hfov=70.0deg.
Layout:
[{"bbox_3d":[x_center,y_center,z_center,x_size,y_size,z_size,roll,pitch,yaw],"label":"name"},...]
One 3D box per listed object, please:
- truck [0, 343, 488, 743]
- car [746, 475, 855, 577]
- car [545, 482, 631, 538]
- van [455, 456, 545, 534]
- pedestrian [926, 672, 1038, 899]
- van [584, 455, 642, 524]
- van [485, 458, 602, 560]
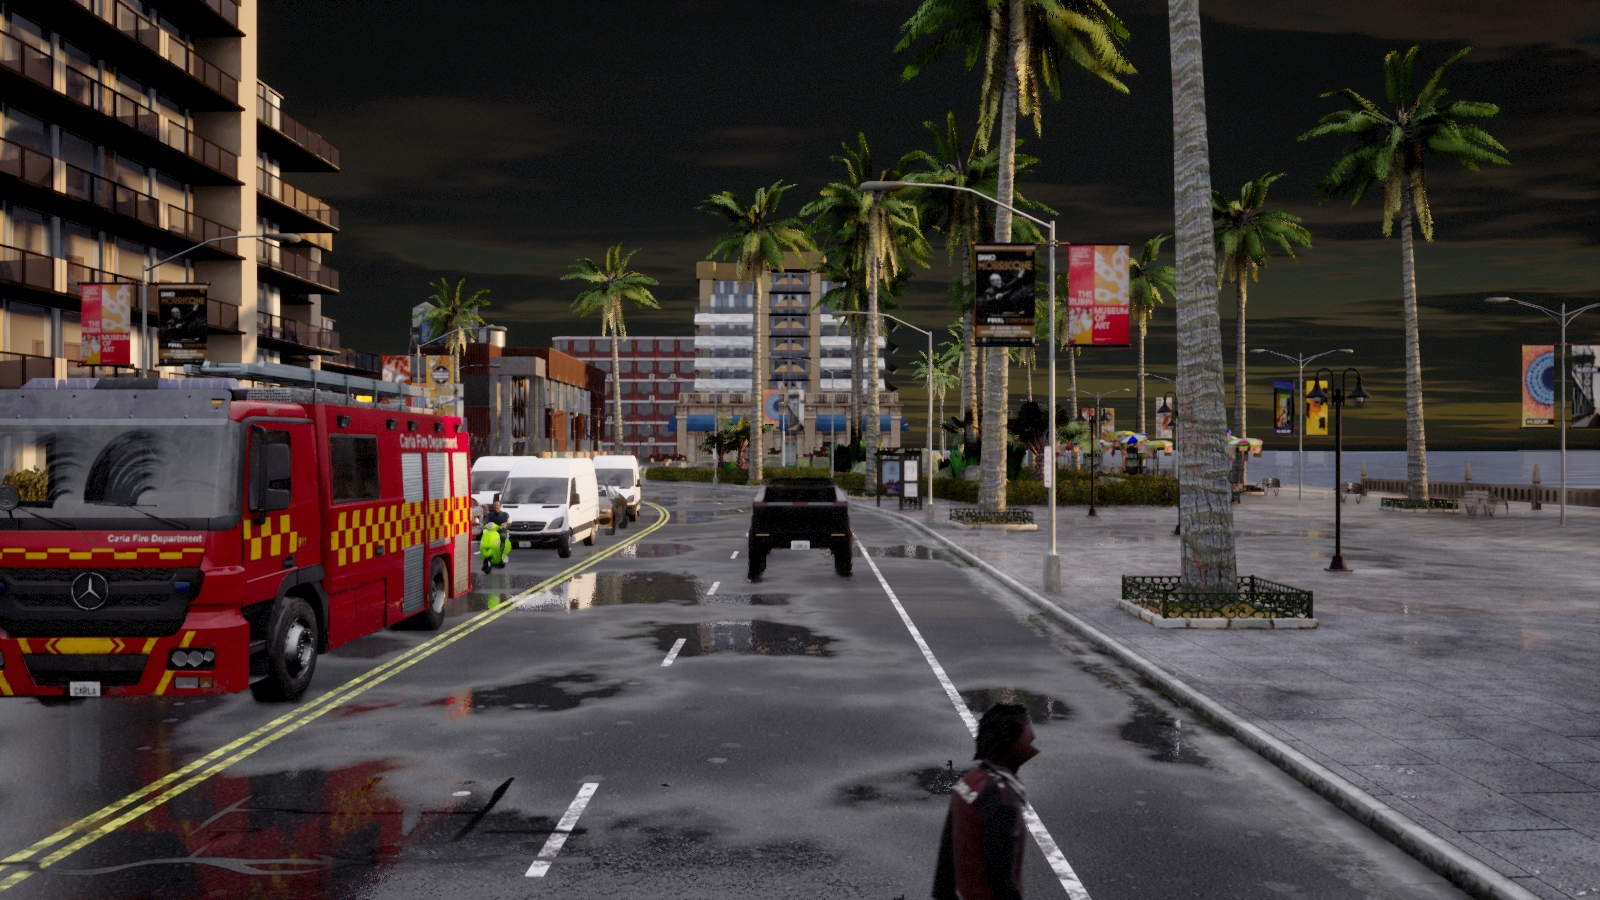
[{"bbox_3d":[-6.744,0.884,15.168,2.891,3.827,8.468,0,0,0],"label":"truck"},{"bbox_3d":[0.010,1.742,28.267,2.390,2.098,6.274,0,0,0],"label":"car"},{"bbox_3d":[-7.153,1.977,39.033,2.152,1.651,5.027,0,0,-2],"label":"car"},{"bbox_3d":[-10.708,1.518,41.272,1.988,2.561,5.915,0,0,-3],"label":"van"},{"bbox_3d":[0.713,1.847,4.530,0.375,1.860,0.375,0,0,-2],"label":"pedestrian"},{"bbox_3d":[-7.527,1.517,46.343,1.988,2.561,5.915,0,0,-6],"label":"van"},{"bbox_3d":[-7.029,1.522,31.996,1.988,2.561,5.915,0,0,-1],"label":"van"}]
